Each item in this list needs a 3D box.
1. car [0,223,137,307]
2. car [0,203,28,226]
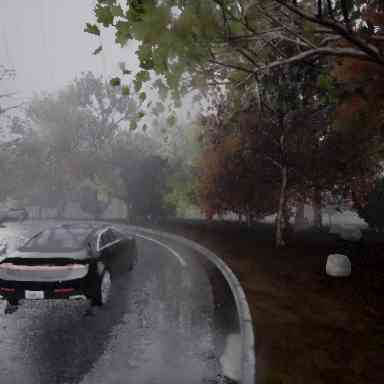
[{"bbox_3d":[-2.575,1.491,7.951,2.128,1.511,4.902,0,0,1],"label":"car"},{"bbox_3d":[-13.535,1.490,22.762,4.902,1.511,2.128,0,0,21],"label":"car"}]
